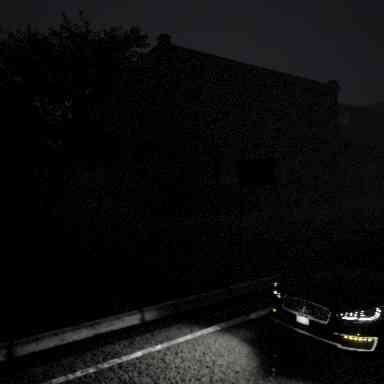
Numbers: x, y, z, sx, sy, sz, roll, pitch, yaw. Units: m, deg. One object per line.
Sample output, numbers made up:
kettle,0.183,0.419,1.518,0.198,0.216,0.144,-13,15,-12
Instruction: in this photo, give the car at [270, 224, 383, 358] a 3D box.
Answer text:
car,3.445,1.391,5.809,4.892,1.490,1.837,-2,1,-35
